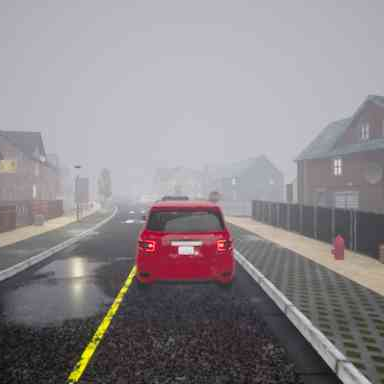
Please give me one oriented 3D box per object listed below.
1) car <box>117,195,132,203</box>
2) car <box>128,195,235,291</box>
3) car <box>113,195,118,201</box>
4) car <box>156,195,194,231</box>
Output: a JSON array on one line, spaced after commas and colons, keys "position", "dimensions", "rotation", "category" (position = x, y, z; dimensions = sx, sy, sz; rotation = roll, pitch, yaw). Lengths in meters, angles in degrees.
[{"position": [-14.459, 1.600, 73.391], "dimensions": [2.033, 1.411, 5.357], "rotation": [1, 0, -22], "category": "car"}, {"position": [-0.241, 1.226, 9.187], "dimensions": [2.150, 2.045, 5.566], "rotation": [0, 0, -3], "category": "car"}, {"position": [-18.499, 1.472, 83.064], "dimensions": [1.882, 1.535, 5.008], "rotation": [1, 0, -23], "category": "car"}, {"position": [-1.030, 1.228, 21.876], "dimensions": [2.150, 2.045, 5.566], "rotation": [0, 0, -1], "category": "car"}]
